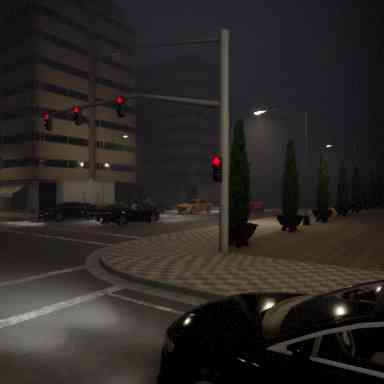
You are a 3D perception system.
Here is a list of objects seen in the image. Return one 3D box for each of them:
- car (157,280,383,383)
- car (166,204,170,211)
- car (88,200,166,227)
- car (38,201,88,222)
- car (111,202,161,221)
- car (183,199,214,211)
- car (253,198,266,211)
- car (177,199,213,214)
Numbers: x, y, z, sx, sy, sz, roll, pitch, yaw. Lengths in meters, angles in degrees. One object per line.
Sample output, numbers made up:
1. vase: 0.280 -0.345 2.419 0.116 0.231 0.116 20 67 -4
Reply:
1. car: 1.890 1.492 2.626 4.902 1.511 2.128 0 0 36
2. car: -4.552 1.603 35.445 2.033 1.411 5.357 0 0 35
3. car: -4.393 1.547 23.329 2.128 1.511 4.902 0 0 36
4. car: -10.172 1.560 27.488 1.837 1.490 4.892 0 0 35
5. car: -4.797 1.619 29.032 1.994 1.385 4.181 0 0 35
6. car: 0.899 1.619 43.135 1.994 1.385 4.181 0 0 36
7. car: 6.950 1.407 39.252 2.097 1.767 4.553 0 0 36
8. car: 0.353 1.533 36.320 1.882 1.535 5.008 0 0 35
